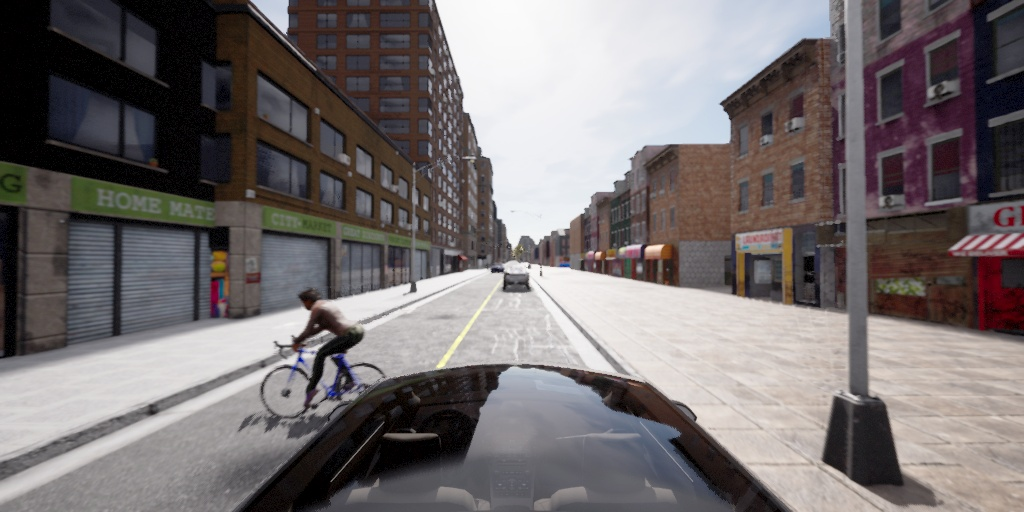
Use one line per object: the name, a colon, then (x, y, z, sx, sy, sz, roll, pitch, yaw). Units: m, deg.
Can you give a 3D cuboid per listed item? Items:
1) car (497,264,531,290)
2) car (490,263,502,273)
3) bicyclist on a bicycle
car: (0.308, 1.552, 25.850, 2.128, 1.511, 4.902, 0, -1, 1)
car: (-2.327, 1.862, 57.821, 2.097, 1.767, 4.553, 0, -1, 1)
bicyclist on a bicycle: (-2.364, 1.237, 4.507, 1.656, 1.620, 0.582, -2, -1, 0)
